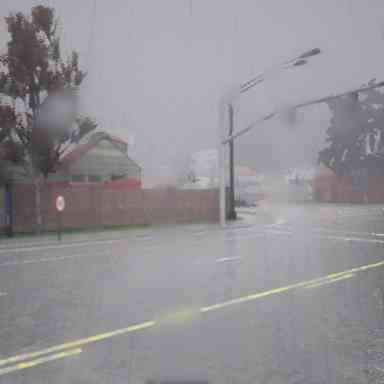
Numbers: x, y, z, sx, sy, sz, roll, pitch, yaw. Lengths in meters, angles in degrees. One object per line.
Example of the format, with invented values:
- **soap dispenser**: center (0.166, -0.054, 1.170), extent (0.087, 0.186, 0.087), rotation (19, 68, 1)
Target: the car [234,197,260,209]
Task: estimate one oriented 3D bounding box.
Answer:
- **car**: center (6.797, 1.381, 44.287), extent (2.128, 1.511, 4.902), rotation (-1, 0, -37)
